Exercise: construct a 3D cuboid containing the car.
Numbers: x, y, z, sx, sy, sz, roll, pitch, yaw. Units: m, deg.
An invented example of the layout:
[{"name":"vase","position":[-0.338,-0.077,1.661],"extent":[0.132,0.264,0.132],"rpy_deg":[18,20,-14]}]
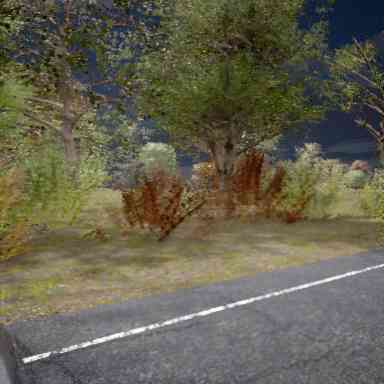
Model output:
[{"name":"car","position":[-3.612,1.548,1.422],"extent":[5.357,1.411,2.033],"rpy_deg":[0,0,-35]}]
